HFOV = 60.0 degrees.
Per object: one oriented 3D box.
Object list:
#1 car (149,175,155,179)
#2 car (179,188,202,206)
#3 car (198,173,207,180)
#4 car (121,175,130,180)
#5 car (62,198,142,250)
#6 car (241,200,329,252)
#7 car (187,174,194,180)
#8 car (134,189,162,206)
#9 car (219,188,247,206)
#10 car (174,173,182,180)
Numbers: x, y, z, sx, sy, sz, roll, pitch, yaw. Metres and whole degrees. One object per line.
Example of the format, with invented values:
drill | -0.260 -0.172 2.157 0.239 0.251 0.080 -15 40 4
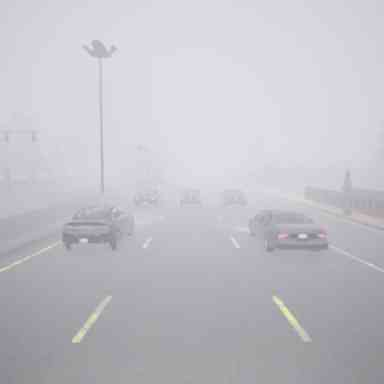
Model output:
car | -10.965 -3.967 89.742 2.033 1.411 5.357 0 4 0
car | -0.113 0.355 27.889 2.033 1.411 5.357 0 4 0
car | 3.025 -4.073 91.436 1.994 1.385 4.181 0 4 0
car | -17.965 -3.907 89.676 1.895 1.301 4.718 0 4 0
car | -3.528 1.252 13.218 2.128 1.511 4.902 0 3 0
car | 3.472 1.317 12.958 2.033 1.411 5.357 0 3 0
car | -0.473 -4.025 91.066 1.895 1.301 4.718 0 4 0
car | -3.612 0.400 27.990 1.895 1.301 4.718 0 4 0
car | 3.387 0.353 27.909 2.033 1.411 5.357 0 4 0
car | -3.980 -4.219 92.256 1.882 1.535 5.008 0 4 0
